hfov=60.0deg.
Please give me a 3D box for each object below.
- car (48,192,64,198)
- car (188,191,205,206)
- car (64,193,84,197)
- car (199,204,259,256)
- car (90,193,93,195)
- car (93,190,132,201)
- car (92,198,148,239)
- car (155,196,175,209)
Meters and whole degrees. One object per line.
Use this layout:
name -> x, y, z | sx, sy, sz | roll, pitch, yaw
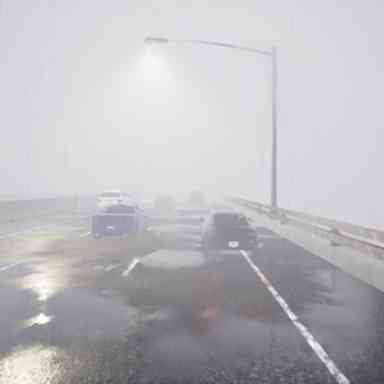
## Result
car -> -23.580, 0.853, 58.379 | 1.837, 1.490, 4.892 | 0, 1, 2
car -> 0.600, 1.012, 42.539 | 1.837, 1.490, 4.892 | 0, 1, 2
car -> -20.098, 0.914, 58.123 | 1.994, 1.385, 4.181 | 0, 1, 2
car -> 1.264, 1.377, 12.287 | 1.812, 1.442, 4.674 | 0, 1, 0
car -> -16.602, 0.702, 58.057 | 2.097, 1.767, 4.553 | 0, 1, 2
car -> -6.659, 0.875, 29.589 | 2.150, 2.045, 5.566 | 0, 1, 1
car -> -3.325, 1.284, 16.140 | 1.882, 1.535, 5.008 | 0, 1, 1
car -> -3.013, 1.111, 37.399 | 2.033, 1.411, 5.357 | 0, 1, 1
